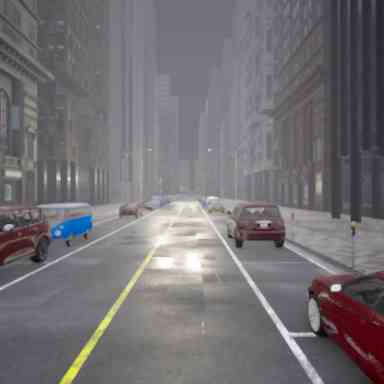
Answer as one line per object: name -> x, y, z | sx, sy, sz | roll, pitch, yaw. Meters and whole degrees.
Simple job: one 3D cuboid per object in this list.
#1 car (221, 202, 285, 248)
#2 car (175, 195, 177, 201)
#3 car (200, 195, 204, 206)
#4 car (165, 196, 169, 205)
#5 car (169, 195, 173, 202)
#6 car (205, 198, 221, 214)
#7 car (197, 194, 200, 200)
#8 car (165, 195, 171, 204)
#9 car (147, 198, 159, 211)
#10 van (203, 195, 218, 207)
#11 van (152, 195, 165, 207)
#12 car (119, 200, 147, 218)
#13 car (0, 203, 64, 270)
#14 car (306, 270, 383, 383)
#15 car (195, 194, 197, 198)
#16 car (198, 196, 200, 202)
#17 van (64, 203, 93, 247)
car -> 2.747, 1.377, 15.108 | 2.192, 1.841, 5.009 | 0, 0, 0
car -> -5.846, 1.851, 88.362 | 1.967, 1.590, 4.097 | 0, 0, 0
car -> 2.710, 1.684, 54.561 | 1.967, 1.590, 4.097 | 0, 0, 0
car -> -5.819, 1.840, 60.177 | 1.947, 1.339, 4.313 | 0, 0, 0
car -> -5.831, 1.644, 71.452 | 2.192, 1.841, 5.009 | 0, 0, 0
car -> 2.726, 1.689, 37.822 | 1.752, 1.417, 4.829 | 0, 0, 0
car -> 2.690, 1.793, 77.105 | 1.967, 1.590, 4.097 | 0, 0, 0
car -> -5.824, 1.867, 65.814 | 1.947, 1.339, 4.313 | 0, 0, 0
car -> -5.804, 1.759, 43.267 | 1.947, 1.339, 4.313 | 0, 0, 0
van -> 2.720, 1.531, 43.289 | 1.690, 1.788, 3.998 | 0, 0, 0
van -> -5.815, 1.588, 54.542 | 1.690, 1.788, 3.998 | 0, 0, 0
car -> -5.793, 1.684, 31.994 | 1.887, 1.381, 4.507 | 0, 0, 0
car -> -5.773, 1.356, 9.449 | 2.192, 1.841, 5.009 | 0, 0, 0
car -> 2.758, 1.560, 3.835 | 1.887, 1.381, 4.507 | 0, 0, 0
car -> 2.679, 1.723, 88.379 | 2.192, 1.841, 5.009 | 0, 0, 0
car -> 2.700, 1.849, 65.833 | 2.008, 1.369, 4.403 | 0, 0, 0
van -> -5.778, 1.405, 15.085 | 1.690, 1.788, 3.998 | 0, 0, 0
